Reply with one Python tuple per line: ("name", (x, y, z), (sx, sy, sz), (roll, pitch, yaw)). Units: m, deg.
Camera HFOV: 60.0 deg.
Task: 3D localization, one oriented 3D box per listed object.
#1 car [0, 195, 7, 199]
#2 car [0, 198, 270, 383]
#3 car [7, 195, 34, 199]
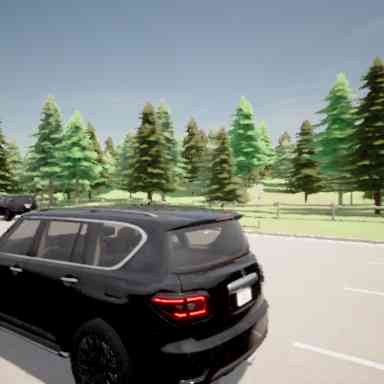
("car", (-15.907, 1.239, 23.825), (5.566, 2.045, 2.150), (0, 0, 36))
("car", (-1.615, 1.223, 5.146), (5.566, 2.045, 2.150), (0, 0, 36))
("car", (-14.921, 1.238, 27.419), (5.566, 2.045, 2.150), (0, 0, 36))
